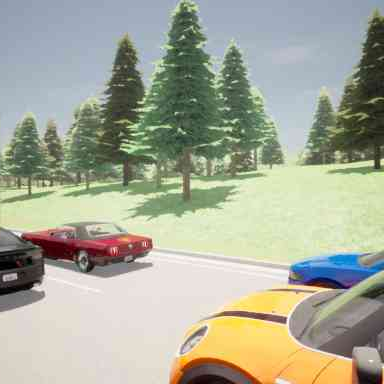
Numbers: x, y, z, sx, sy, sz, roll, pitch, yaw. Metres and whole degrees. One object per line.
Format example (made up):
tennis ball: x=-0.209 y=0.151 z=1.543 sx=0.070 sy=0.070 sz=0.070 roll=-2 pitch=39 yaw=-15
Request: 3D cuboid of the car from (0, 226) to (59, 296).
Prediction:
car: x=-5.480 y=1.478 z=7.805 sx=5.008 sy=1.535 sz=1.882 roll=0 pitch=0 yaw=36

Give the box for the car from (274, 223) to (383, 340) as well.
car: x=4.084 y=1.478 z=5.372 sx=5.008 sy=1.535 sz=1.882 roll=0 pitch=0 yaw=36

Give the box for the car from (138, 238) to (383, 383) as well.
car: x=1.989 y=1.352 z=2.569 sx=4.553 sy=1.767 sz=2.097 roll=0 pitch=0 yaw=36

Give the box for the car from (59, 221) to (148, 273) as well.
car: x=-3.592 y=1.601 z=10.760 sx=4.718 sy=1.301 sz=1.895 roll=0 pitch=0 yaw=36
